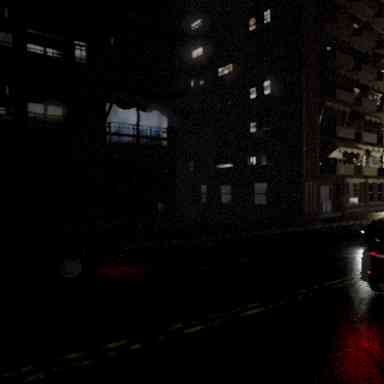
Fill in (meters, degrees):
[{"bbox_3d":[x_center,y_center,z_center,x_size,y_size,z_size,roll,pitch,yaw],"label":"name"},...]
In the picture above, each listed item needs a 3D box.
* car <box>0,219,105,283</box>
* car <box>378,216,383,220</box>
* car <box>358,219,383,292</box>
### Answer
[{"bbox_3d":[-4.746,1.482,8.306,5.008,1.535,1.882,0,0,-36],"label":"car"},{"bbox_3d":[9.497,1.540,14.723,5.357,1.411,2.033,0,0,-37],"label":"car"},{"bbox_3d":[5.826,1.487,7.708,4.902,1.511,2.128,0,0,-36],"label":"car"}]
